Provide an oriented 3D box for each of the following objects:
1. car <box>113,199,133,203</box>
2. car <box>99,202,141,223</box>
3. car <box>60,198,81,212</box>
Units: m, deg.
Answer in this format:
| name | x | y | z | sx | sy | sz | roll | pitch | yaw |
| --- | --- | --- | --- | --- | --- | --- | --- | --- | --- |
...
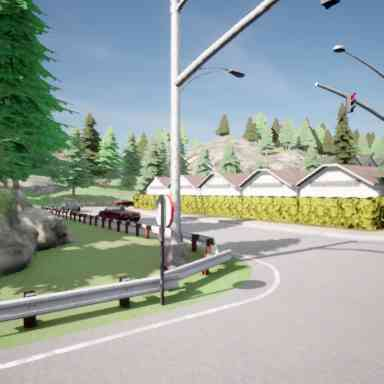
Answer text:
| name | x | y | z | sx | sy | sz | roll | pitch | yaw |
| --- | --- | --- | --- | --- | --- | --- | --- | --- | --- |
| car | -11.010 | 1.766 | 53.305 | 1.895 | 1.301 | 4.718 | 0 | 0 | 33 |
| car | -5.902 | 1.787 | 27.042 | 1.895 | 1.301 | 4.718 | 0 | 0 | -35 |
| car | -15.014 | 1.533 | 40.860 | 2.097 | 1.767 | 4.553 | 0 | 0 | -24 |
